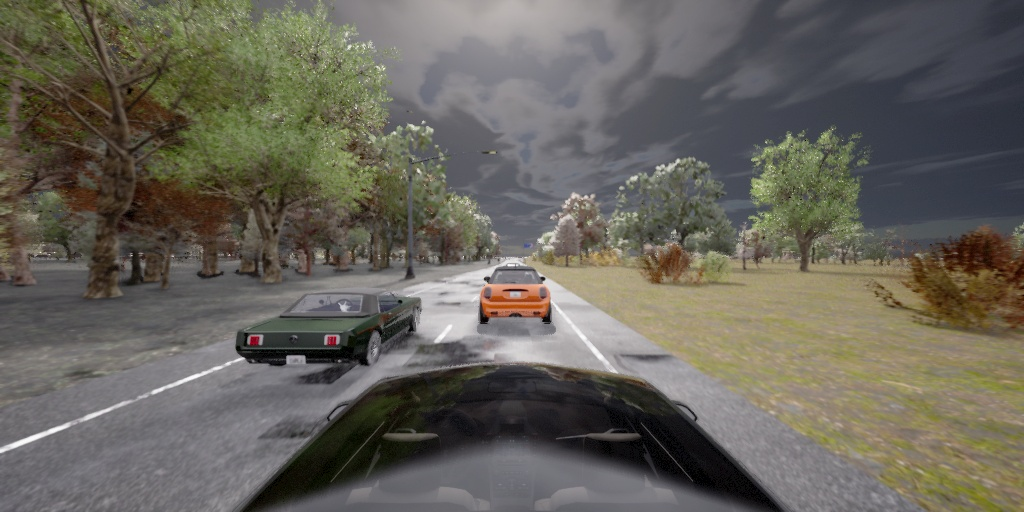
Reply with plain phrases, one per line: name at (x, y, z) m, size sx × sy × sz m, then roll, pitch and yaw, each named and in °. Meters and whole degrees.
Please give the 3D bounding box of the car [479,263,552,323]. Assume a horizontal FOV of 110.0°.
car at (0.098, 1.105, 12.194) m, size 2.097 × 1.767 × 4.553 m, roll 0°, pitch 0°, yaw 0°

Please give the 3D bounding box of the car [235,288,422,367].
car at (-3.401, 1.352, 7.880) m, size 1.895 × 1.301 × 4.718 m, roll 0°, pitch 0°, yaw 0°
